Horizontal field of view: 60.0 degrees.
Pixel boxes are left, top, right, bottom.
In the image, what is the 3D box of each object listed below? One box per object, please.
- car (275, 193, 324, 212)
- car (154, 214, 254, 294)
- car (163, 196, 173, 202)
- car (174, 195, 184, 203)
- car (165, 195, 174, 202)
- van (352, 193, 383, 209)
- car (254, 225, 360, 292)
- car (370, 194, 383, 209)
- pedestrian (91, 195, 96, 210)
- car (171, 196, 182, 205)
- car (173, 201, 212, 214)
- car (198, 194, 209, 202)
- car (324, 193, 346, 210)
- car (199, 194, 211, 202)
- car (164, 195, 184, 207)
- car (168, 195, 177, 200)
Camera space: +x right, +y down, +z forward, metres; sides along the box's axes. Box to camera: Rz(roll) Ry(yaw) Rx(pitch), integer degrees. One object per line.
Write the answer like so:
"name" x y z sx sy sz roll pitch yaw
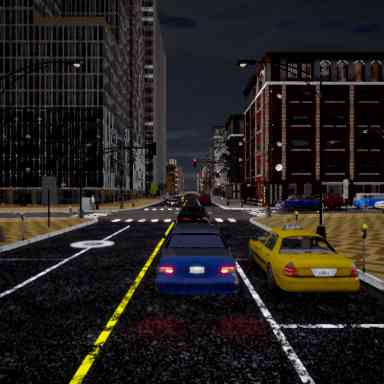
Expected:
"car" 11.491 1.184 36.342 4.553 1.767 2.097 -1 0 -3
"car" 0.098 1.547 8.913 2.033 1.411 5.357 0 0 0
"car" -5.307 1.556 74.597 2.008 1.369 4.403 0 0 0
"car" -2.741 1.482 71.367 1.882 1.535 5.008 0 0 0
"car" -5.307 1.550 80.190 1.887 1.381 4.507 0 0 0
"van" 20.974 1.050 39.012 3.998 1.788 1.690 -1 1 -1
"car" 2.565 1.525 8.764 1.752 1.417 4.829 0 0 0
"car" 22.634 1.219 36.579 4.674 1.442 1.812 -1 0 0
"pedestrian" -12.343 1.270 41.603 0.375 1.860 0.375 0 1 -1
"car" -2.810 1.529 60.881 1.812 1.442 4.674 0 0 0
"car" 0.086 1.505 18.654 1.837 1.490 4.892 0 0 0
"car" 2.573 1.320 74.597 2.192 1.841 5.009 0 0 0
"car" 15.318 1.095 38.953 5.009 1.841 2.192 -1 1 -1
"car" 2.571 1.318 63.411 2.192 1.841 5.009 0 0 0
"car" -2.837 1.494 51.254 2.128 1.511 4.902 0 0 0
"car" -5.305 1.558 91.376 2.008 1.369 4.403 0 0 0
